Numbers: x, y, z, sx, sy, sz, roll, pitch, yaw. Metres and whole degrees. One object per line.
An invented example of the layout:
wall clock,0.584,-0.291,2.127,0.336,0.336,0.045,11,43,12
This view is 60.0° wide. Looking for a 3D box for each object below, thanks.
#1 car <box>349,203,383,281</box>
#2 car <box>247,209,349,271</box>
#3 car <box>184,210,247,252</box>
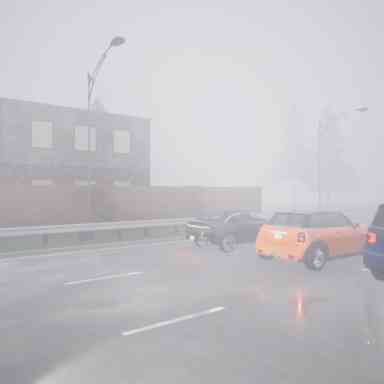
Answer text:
car,6.642,1.221,8.545,5.566,2.045,2.150,0,0,-35
car,4.311,1.351,11.184,4.553,1.767,2.097,0,0,-35
car,1.989,1.490,13.829,4.902,1.511,2.128,0,0,-35
